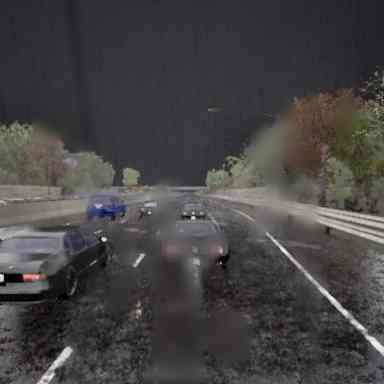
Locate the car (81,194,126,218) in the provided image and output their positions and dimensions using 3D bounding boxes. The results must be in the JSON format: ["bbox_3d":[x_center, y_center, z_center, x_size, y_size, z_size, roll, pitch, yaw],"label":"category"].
[{"bbox_3d":[-6.897,1.218,27.211,2.150,2.045,5.566,0,0,0],"label":"car"}]

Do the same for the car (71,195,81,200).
[{"bbox_3d":[-24.488,1.426,71.312,1.812,1.442,4.674,0,0,0],"label":"car"}]

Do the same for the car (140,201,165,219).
[{"bbox_3d":[-3.397,1.523,29.143,1.812,1.442,4.674,0,0,0],"label":"car"}]

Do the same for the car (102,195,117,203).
[{"bbox_3d":[-17.488,1.415,70.895,1.882,1.535,5.008,0,0,0],"label":"car"}]

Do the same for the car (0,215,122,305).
[{"bbox_3d":[-3.402,1.544,8.304,2.033,1.411,5.357,0,0,0],"label":"car"}]

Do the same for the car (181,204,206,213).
[{"bbox_3d":[0.102,1.597,26.569,1.895,1.301,4.718,0,0,0],"label":"car"}]

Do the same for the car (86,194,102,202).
[{"bbox_3d":[-20.988,1.257,71.341,2.097,1.767,4.553,0,0,0],"label":"car"}]

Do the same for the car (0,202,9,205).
[{"bbox_3d":[-17.592,1.598,29.686,1.895,1.301,4.718,0,0,0],"label":"car"}]

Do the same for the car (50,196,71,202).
[{"bbox_3d":[-27.988,1.567,69.869,2.033,1.411,5.357,0,0,0],"label":"car"}]

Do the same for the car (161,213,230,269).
[{"bbox_3d":[0.099,1.597,11.144,1.895,1.301,4.718,0,0,0],"label":"car"}]
